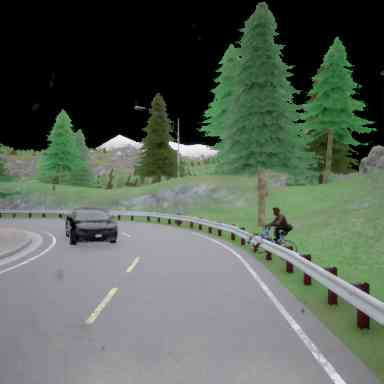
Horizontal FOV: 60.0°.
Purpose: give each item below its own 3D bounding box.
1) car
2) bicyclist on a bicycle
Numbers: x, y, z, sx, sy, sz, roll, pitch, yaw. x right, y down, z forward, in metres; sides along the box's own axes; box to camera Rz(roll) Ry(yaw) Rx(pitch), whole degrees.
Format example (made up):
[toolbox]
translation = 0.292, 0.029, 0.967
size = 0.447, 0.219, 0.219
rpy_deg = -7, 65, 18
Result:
[car]
translation = -4.762, 1.477, 15.573
size = 1.882, 1.535, 5.008
rpy_deg = 1, 0, -25
[bicyclist on a bicycle]
translation = 2.717, 1.339, 10.767
size = 1.656, 1.620, 0.582
rpy_deg = 14, -3, -4
